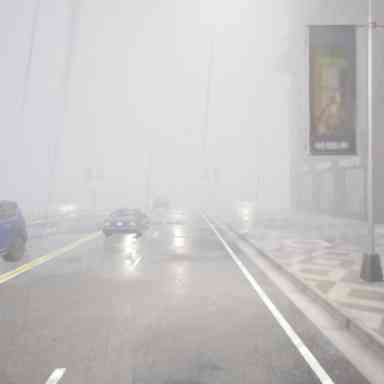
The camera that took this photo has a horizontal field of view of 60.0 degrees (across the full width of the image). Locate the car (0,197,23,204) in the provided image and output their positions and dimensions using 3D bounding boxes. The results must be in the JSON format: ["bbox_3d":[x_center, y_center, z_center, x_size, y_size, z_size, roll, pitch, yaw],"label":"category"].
[{"bbox_3d":[-37.380,1.731,68.366,4.206,1.307,1.802,0,0,-1],"label":"car"}]

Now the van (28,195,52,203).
[{"bbox_3d":[-31.733,1.470,68.458,3.998,1.788,1.690,0,1,-1],"label":"van"}]

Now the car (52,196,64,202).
[{"bbox_3d":[-31.877,1.576,76.984,4.313,1.339,1.947,0,1,-1],"label":"car"}]

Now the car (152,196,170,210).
[{"bbox_3d":[-3.875,1.330,42.431,2.097,1.767,4.553,-1,0,-1],"label":"car"}]

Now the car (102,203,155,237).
[{"bbox_3d":[-3.445,1.557,18.106,2.033,1.411,5.357,-1,0,-1],"label":"car"}]

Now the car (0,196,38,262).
[{"bbox_3d":[-6.743,1.271,9.340,2.150,2.045,5.566,-1,0,-1],"label":"car"}]
